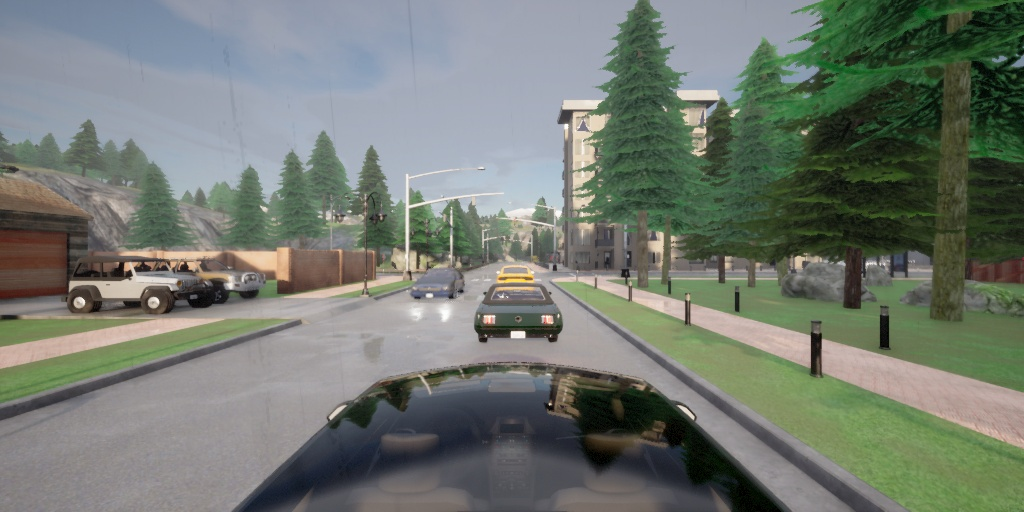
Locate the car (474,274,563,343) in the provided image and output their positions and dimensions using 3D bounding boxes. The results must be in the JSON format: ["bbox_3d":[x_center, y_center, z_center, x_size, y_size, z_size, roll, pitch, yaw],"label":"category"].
[{"bbox_3d":[0.148,1.351,9.677,1.895,1.301,4.718,0,0,0],"label":"car"}]

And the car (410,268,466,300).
[{"bbox_3d":[-3.467,1.298,17.888,2.033,1.411,5.357,0,0,1],"label":"car"}]

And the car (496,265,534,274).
[{"bbox_3d":[0.180,1.228,19.017,1.882,1.535,5.008,0,0,0],"label":"car"}]
